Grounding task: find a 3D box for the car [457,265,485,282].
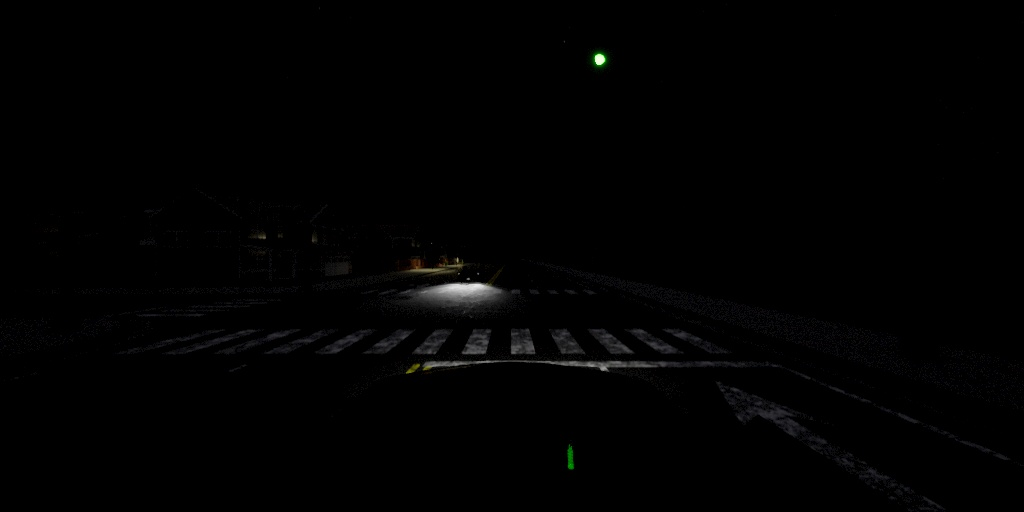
[{"bbox_3d":[-3.273,1.410,29.157,1.895,1.301,4.718,0,0,0],"label":"car"}]
